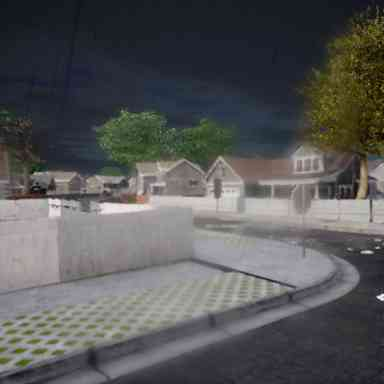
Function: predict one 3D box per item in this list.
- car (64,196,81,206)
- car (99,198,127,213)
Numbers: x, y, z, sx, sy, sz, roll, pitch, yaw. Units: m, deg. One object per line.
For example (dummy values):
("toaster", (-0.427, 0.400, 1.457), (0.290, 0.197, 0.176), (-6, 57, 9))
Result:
("car", (-17.330, 1.356, 48.009), (1.837, 1.490, 4.892), (0, 0, -25))
("car", (-7.447, 1.334, 31.625), (1.837, 1.490, 4.892), (-1, 0, -35))
